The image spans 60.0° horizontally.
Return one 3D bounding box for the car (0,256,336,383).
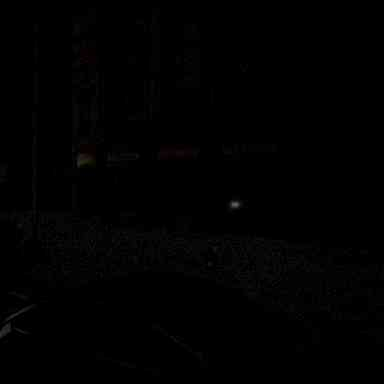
[{"bbox_3d":[-0.768,1.550,3.502,4.313,1.339,1.947,0,0,35],"label":"car"}]
